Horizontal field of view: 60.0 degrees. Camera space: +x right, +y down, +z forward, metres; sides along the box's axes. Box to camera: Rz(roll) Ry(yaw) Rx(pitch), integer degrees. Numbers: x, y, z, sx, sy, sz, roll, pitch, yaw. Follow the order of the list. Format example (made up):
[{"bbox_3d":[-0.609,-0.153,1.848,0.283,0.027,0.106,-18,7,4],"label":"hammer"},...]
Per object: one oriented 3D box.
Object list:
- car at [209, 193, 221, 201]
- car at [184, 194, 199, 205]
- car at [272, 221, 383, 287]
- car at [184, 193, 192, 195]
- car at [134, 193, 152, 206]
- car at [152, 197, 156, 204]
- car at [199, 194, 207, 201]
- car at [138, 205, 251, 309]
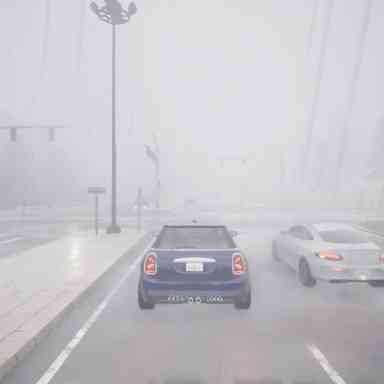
[{"bbox_3d":[6.228,1.215,85.139,2.150,2.045,5.566,0,0,-1],"label":"car"},{"bbox_3d":[-0.244,1.526,54.838,1.812,1.442,4.674,0,0,-1],"label":"car"},{"bbox_3d":[3.561,1.526,9.222,1.812,1.442,4.674,0,0,0],"label":"car"},{"bbox_3d":[-0.777,1.489,85.342,1.837,1.490,4.892,0,0,-1],"label":"car"},{"bbox_3d":[-8.343,1.352,55.668,2.097,1.767,4.553,0,0,-1],"label":"car"},{"bbox_3d":[-8.464,1.564,65.614,1.994,1.385,4.181,0,0,0],"label":"car"},{"bbox_3d":[2.723,1.513,85.405,1.812,1.442,4.674,0,0,-1],"label":"car"},{"bbox_3d":[0.058,1.352,8.018,2.097,1.767,4.553,0,0,0],"label":"car"}]
